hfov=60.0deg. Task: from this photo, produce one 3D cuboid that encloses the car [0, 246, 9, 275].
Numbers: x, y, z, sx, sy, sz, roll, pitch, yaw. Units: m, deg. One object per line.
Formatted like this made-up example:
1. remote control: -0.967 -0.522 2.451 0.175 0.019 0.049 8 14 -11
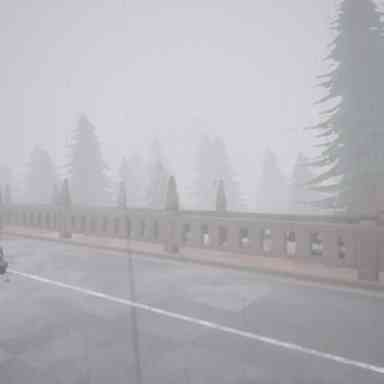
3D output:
1. car: -6.943 1.542 8.734 5.357 1.411 2.033 0 0 35
